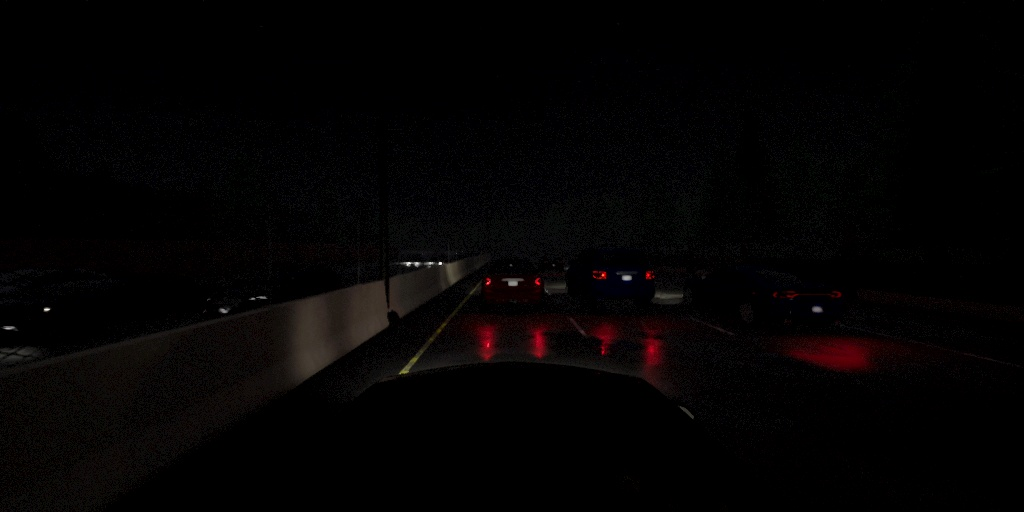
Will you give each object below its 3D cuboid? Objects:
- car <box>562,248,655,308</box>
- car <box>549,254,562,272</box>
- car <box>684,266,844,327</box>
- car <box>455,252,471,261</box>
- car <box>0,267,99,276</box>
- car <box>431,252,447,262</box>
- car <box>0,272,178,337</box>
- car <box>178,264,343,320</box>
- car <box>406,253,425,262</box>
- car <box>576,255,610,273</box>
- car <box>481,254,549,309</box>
[{"bbox_3d":[3.516,0.708,13.714,2.150,2.045,5.566,0,1,0],"label":"car"},{"bbox_3d":[3.389,0.569,31.823,1.882,1.535,5.008,0,1,0],"label":"car"},{"bbox_3d":[7.036,1.027,10.755,1.882,1.535,5.008,0,1,0],"label":"car"},{"bbox_3d":[-7.420,0.081,54.426,1.882,1.535,5.008,0,1,0],"label":"car"},{"bbox_3d":[-14.163,1.086,10.665,1.812,1.442,4.674,0,1,0],"label":"car"},{"bbox_3d":[-10.923,0.133,53.383,1.837,1.490,4.892,0,1,0],"label":"car"},{"bbox_3d":[-10.657,1.179,9.785,1.895,1.301,4.718,0,1,0],"label":"car"},{"bbox_3d":[-7.167,1.034,11.347,2.128,1.511,4.902,0,1,0],"label":"car"},{"bbox_3d":[-14.425,0.187,53.653,1.994,1.385,4.181,0,1,0],"label":"car"},{"bbox_3d":[6.894,0.670,31.103,1.994,1.385,4.181,0,1,0],"label":"car"},{"bbox_3d":[0.017,0.846,13.470,2.097,1.767,4.553,0,1,0],"label":"car"}]
